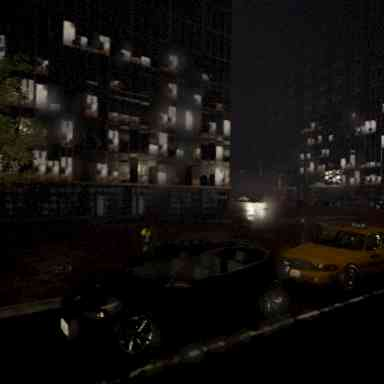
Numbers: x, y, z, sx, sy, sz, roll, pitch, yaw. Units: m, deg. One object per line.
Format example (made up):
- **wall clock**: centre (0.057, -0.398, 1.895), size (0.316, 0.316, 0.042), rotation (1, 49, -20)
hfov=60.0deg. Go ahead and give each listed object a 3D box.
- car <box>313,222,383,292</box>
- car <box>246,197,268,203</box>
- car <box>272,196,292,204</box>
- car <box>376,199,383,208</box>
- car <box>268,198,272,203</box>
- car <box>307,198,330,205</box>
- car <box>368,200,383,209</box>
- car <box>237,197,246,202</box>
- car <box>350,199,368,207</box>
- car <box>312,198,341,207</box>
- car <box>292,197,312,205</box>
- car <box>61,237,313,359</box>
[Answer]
- **car**: centre (4.372, 1.542, 9.015), size (4.829, 1.417, 1.752), rotation (0, 1, -34)
- **car**: centre (14.881, 1.799, 76.814), size (1.967, 1.590, 4.097), rotation (1, -1, -21)
- **car**: centre (22.213, 1.838, 79.703), size (2.192, 1.841, 5.009), rotation (1, -1, -21)
- **car**: centre (32.382, 1.923, 53.643), size (2.008, 1.369, 4.403), rotation (1, -1, -21)
- **car**: centre (20.174, 2.135, 84.912), size (1.802, 1.307, 4.206), rotation (1, -1, -21)
- **car**: centre (26.278, 2.013, 69.277), size (2.008, 1.369, 4.403), rotation (1, -1, -21)
- **car**: centre (27.080, 1.729, 45.558), size (2.008, 1.369, 4.403), rotation (1, -1, -21)
- **car**: centre (12.908, 1.913, 81.863), size (1.752, 1.417, 4.829), rotation (1, -1, -21)
- **car**: centre (30.285, 1.928, 59.013), size (1.752, 1.417, 4.829), rotation (1, -1, -21)
- **car**: centre (23.013, 1.789, 55.976), size (2.008, 1.369, 4.403), rotation (1, -1, -21)
- **car**: centre (20.981, 1.709, 61.186), size (1.967, 1.590, 4.097), rotation (1, -1, -21)
- **car**: centre (-0.036, 1.569, 6.020), size (4.313, 1.339, 1.947), rotation (0, 1, -35)
